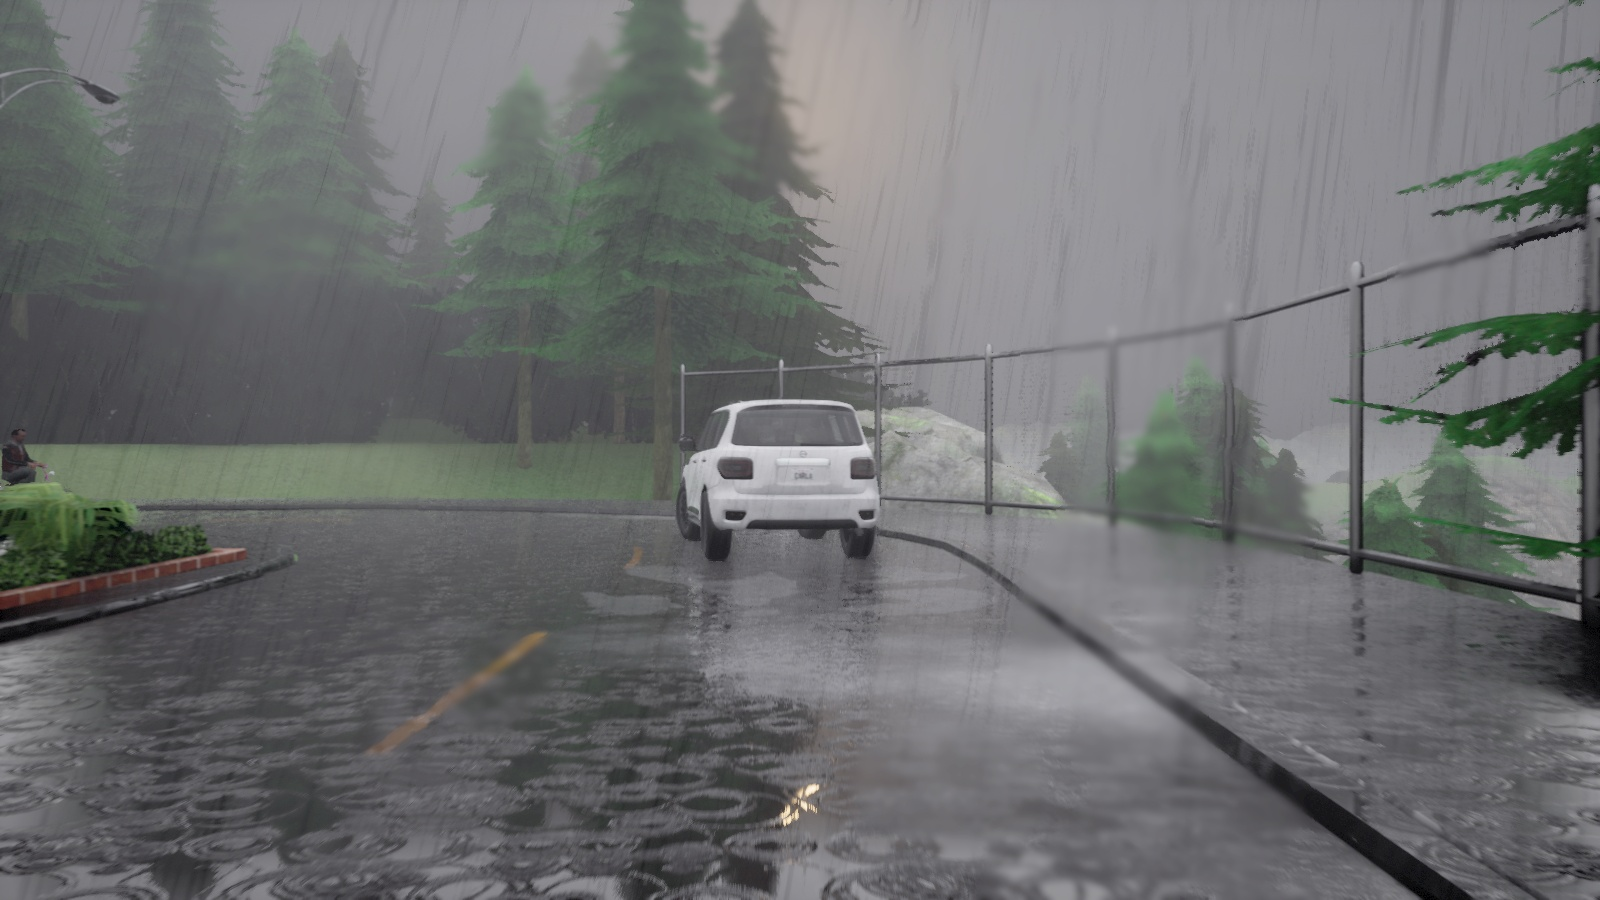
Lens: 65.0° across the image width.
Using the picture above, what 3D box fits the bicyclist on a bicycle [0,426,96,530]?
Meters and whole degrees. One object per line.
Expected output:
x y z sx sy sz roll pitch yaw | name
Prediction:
-13.405 0.483 21.914 1.843 1.776 0.659 0 0 0 | bicyclist on a bicycle

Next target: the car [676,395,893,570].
-0.440 0.367 17.594 2.150 2.045 5.566 0 0 -10 | car
